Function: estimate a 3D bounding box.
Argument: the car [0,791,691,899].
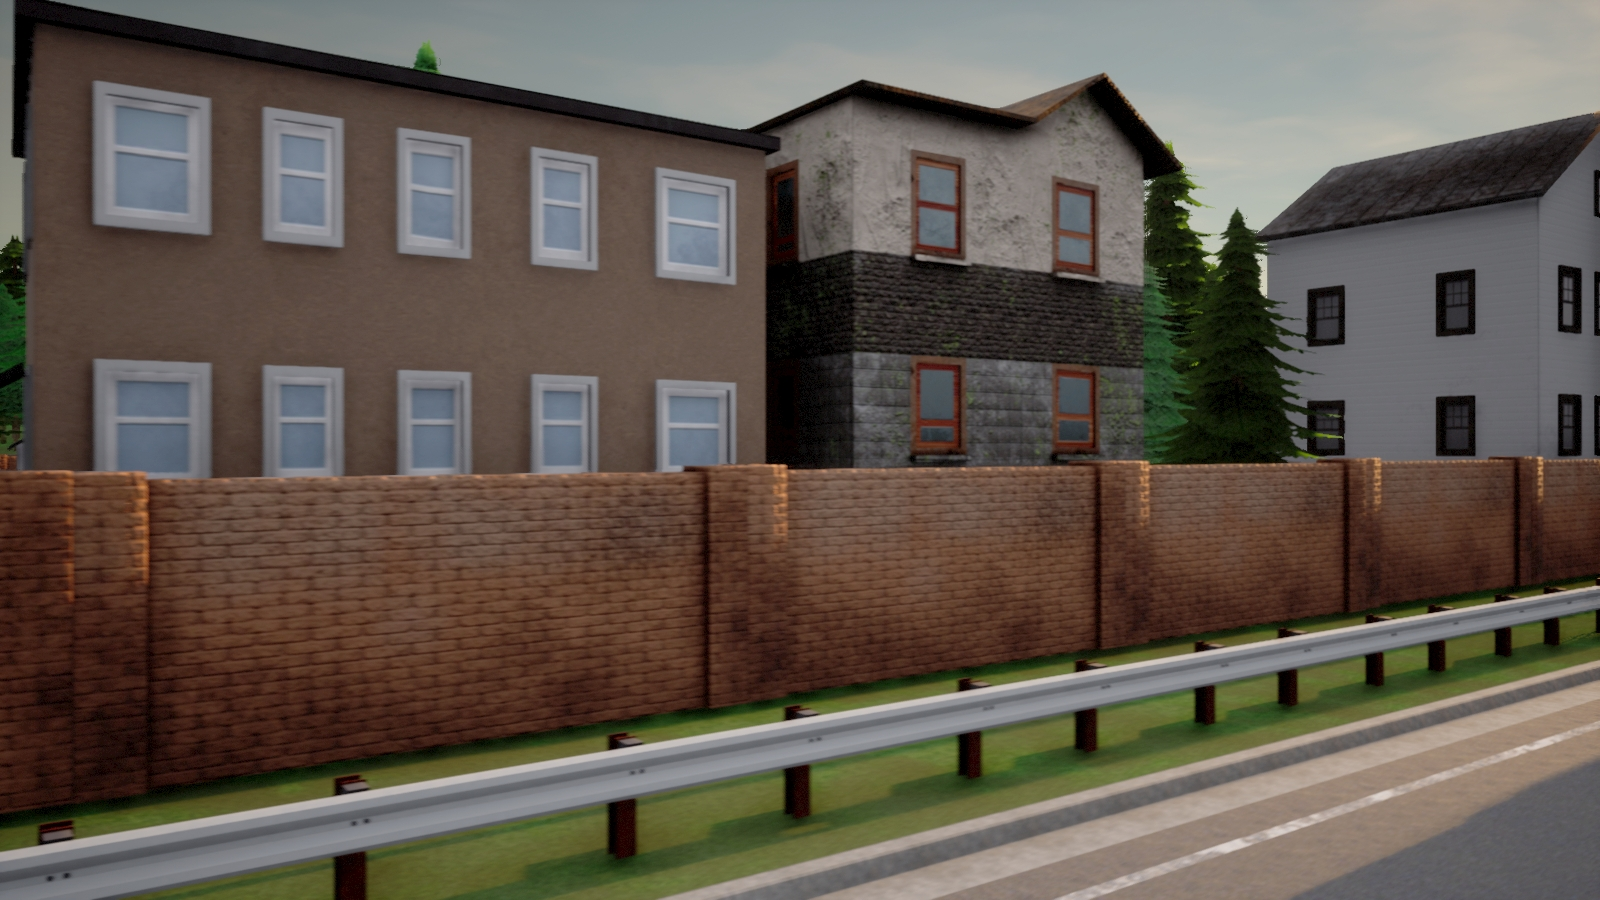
[{"bbox_3d":[-2.315,2.038,2.178,4.514,1.525,2.007,0,0,-35],"label":"car"}]
